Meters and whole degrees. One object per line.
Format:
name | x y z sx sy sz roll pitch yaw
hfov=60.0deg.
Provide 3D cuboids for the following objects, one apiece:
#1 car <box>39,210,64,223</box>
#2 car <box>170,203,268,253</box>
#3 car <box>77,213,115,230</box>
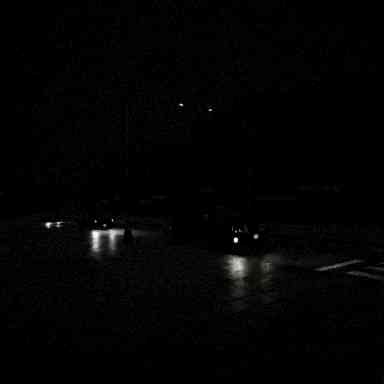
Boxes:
car | -18.634 3.249 43.549 1.994 1.385 4.181 0 -2 -36
car | 1.039 1.571 15.970 2.150 2.045 5.566 0 -2 -35
car | -8.500 2.547 29.260 1.895 1.301 4.718 0 -2 -36
